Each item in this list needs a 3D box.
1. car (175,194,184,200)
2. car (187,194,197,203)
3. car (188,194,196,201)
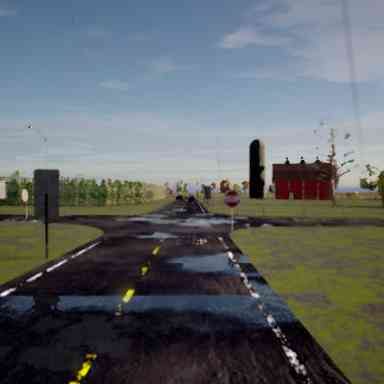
[{"bbox_3d":[-2.761,1.228,77.316,1.994,1.385,4.181,0,0,0],"label":"car"},{"bbox_3d":[-0.009,1.548,72.706,1.837,1.490,4.892,0,0,0],"label":"car"},{"bbox_3d":[-0.014,1.353,83.111,2.097,1.767,4.553,0,0,0],"label":"car"}]
